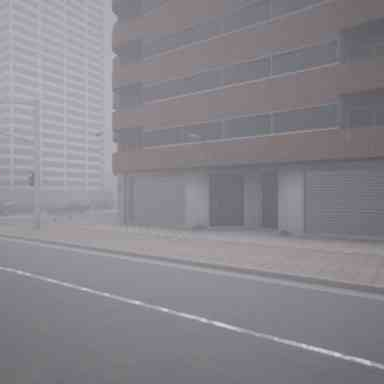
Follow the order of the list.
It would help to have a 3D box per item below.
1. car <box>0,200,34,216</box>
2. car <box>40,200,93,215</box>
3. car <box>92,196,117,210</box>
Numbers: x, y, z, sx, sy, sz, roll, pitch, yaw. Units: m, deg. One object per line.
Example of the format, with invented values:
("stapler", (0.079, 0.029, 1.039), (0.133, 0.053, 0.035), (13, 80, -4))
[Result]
("car", (-18.531, 1.625, 35.486), (1.882, 1.535, 5.008), (0, 0, 35))
("car", (-13.666, 1.733, 36.345), (1.895, 1.301, 4.718), (0, 0, 35))
("car", (-12.569, 1.652, 44.035), (1.837, 1.490, 4.892), (0, 0, 35))
